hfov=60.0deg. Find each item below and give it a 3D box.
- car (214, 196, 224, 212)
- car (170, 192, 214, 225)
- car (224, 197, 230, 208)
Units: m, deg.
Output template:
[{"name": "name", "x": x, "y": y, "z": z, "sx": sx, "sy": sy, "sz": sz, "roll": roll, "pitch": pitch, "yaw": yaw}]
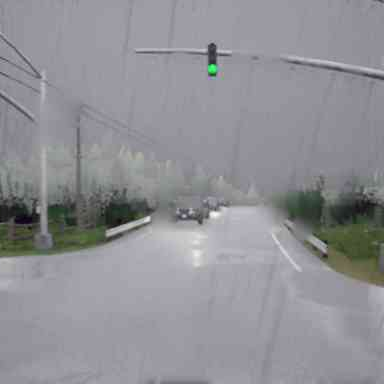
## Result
[{"name": "car", "x": 1.877, "y": 1.211, "z": 34.441, "sx": 1.837, "sy": 1.490, "sz": 4.892, "roll": -1, "pitch": 0, "yaw": 11}, {"name": "car", "x": -0.014, "y": 1.116, "z": 24.262, "sx": 2.150, "sy": 2.045, "sz": 5.566, "roll": -1, "pitch": 2, "yaw": 11}, {"name": "car", "x": 3.959, "y": 1.417, "z": 44.447, "sx": 2.033, "sy": 1.411, "sz": 5.357, "roll": -1, "pitch": -2, "yaw": 12}]
